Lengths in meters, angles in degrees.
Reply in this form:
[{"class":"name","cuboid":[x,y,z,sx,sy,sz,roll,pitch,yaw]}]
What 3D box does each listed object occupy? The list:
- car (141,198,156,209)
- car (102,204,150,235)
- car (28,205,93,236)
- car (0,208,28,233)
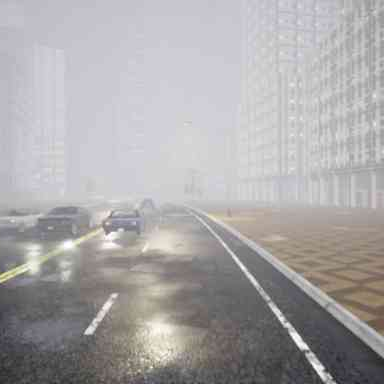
[{"class":"car","cuboid":[-5.857,1.485,44.328,1.812,1.442,4.674,0,0,-7]},{"class":"car","cuboid":[-3.632,1.592,18.691,1.895,1.301,4.718,0,0,-3]},{"class":"car","cuboid":[-7.018,1.482,18.724,1.882,1.535,5.008,0,0,-2]},{"class":"car","cuboid":[-10.306,1.618,19.711,1.895,1.301,4.718,0,0,-3]}]
